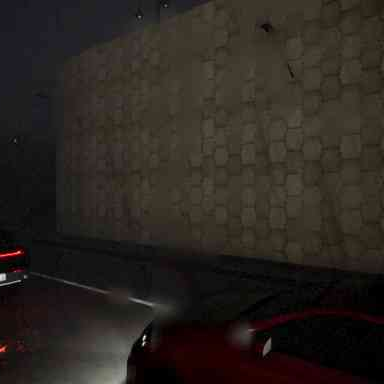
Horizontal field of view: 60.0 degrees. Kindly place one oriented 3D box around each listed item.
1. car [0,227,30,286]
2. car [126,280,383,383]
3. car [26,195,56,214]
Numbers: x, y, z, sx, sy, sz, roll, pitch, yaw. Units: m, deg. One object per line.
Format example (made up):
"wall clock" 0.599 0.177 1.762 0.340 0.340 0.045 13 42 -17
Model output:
"car" -5.882 1.505 8.193 4.892 1.490 1.837 0 0 36
"car" 1.365 1.564 3.018 4.181 1.385 1.994 0 0 36
"car" -12.942 1.061 31.062 2.128 1.511 4.902 0 5 35
